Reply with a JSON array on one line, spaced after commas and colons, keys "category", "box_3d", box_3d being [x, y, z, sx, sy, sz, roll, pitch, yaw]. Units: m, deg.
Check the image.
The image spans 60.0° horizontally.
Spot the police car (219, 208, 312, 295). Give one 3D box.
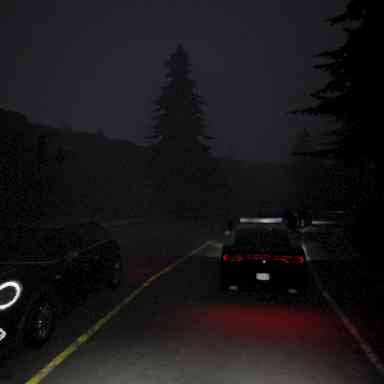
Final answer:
[{"category": "police car", "box_3d": [1.880, 1.472, 9.085, 1.930, 1.638, 5.238, 0, 0, 11]}]

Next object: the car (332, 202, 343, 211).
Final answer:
[{"category": "car", "box_3d": [20.696, 1.774, 43.529, 5.357, 1.411, 2.033, 0, 0, -31]}]

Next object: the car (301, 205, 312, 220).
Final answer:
[{"category": "car", "box_3d": [7.048, 1.625, 23.071, 1.837, 1.490, 4.892, 0, 0, 30]}]

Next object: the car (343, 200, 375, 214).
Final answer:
[{"category": "car", "box_3d": [20.011, 1.766, 38.675, 4.181, 1.385, 1.994, 0, 0, -34]}]

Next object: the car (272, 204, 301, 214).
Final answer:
[{"category": "car", "box_3d": [4.565, 1.571, 17.992, 1.882, 1.535, 5.008, 0, 0, 23]}]

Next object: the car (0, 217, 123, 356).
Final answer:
[{"category": "car", "box_3d": [-2.999, 1.384, 6.407, 2.097, 1.767, 4.553, 0, 0, 8]}]
